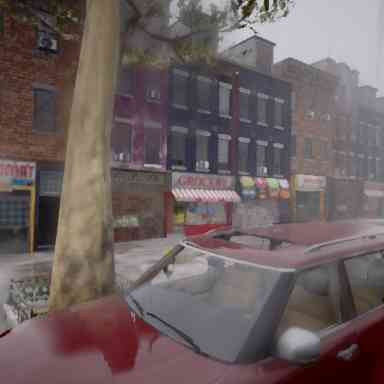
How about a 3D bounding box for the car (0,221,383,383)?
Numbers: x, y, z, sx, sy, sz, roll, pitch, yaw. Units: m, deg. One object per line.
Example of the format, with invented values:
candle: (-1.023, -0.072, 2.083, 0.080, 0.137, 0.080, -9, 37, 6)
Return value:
car: (0.688, 1.315, 3.268, 5.009, 1.841, 2.192, 0, 2, -35)
